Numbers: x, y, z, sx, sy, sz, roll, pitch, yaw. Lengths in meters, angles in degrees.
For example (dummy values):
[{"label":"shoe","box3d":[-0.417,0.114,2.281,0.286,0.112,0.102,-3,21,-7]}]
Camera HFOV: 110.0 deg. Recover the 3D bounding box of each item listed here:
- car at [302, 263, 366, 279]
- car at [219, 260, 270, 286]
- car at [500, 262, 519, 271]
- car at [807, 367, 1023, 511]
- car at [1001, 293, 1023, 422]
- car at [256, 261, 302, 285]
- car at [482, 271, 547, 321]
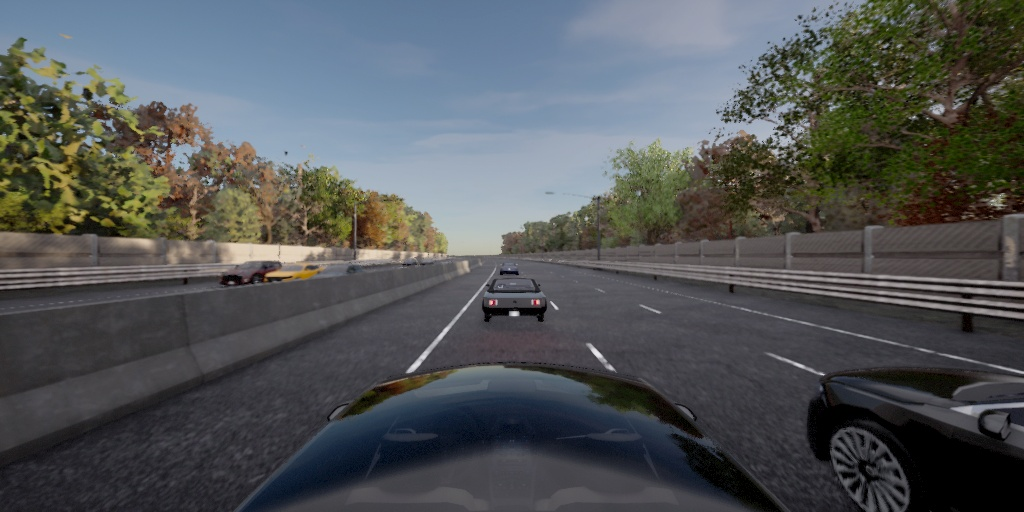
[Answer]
[{"label":"car","box3d":[-10.738,1.262,22.524,1.837,1.490,4.892,0,0,-1]},{"label":"car","box3d":[-17.770,1.110,24.912,2.097,1.767,4.553,0,0,-1]},{"label":"car","box3d":[-0.318,1.328,39.134,1.994,1.385,4.181,0,0,-1]},{"label":"car","box3d":[3.592,1.241,1.250,2.128,1.511,4.902,0,0,0]},{"label":"car","box3d":[7.092,1.226,2.005,1.882,1.535,5.008,0,0,0]},{"label":"car","box3d":[-14.257,1.235,23.983,1.882,1.535,5.008,0,0,-1]},{"label":"car","box3d":[0.057,1.355,12.422,1.895,1.301,4.718,0,0,0]}]
